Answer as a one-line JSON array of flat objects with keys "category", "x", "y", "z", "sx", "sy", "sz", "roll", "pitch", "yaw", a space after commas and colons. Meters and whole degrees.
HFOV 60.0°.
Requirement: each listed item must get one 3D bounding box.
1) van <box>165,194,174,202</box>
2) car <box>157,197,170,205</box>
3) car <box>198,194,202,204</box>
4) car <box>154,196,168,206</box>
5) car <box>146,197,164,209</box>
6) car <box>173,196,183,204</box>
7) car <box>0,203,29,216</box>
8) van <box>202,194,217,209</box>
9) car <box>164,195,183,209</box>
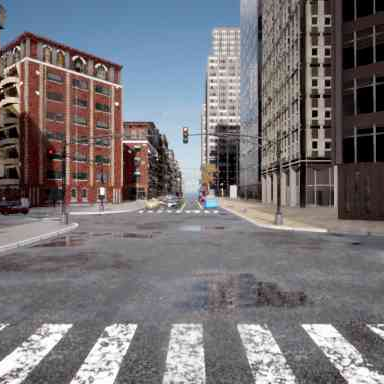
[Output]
[{"category": "van", "x": -5.302, "y": 1.474, "z": 79.099, "sx": 1.690, "sy": 1.788, "sz": 3.998, "roll": 0, "pitch": 0, "yaw": 0}, {"category": "car", "x": -5.305, "y": 1.650, "z": 62.443, "sx": 1.947, "sy": 1.339, "sz": 4.313, "roll": 0, "pitch": 0, "yaw": 0}, {"category": "car", "x": 2.576, "y": 1.644, "z": 67.993, "sx": 1.887, "sy": 1.381, "sz": 4.507, "roll": 0, "pitch": 0, "yaw": 0}, {"category": "car", "x": -5.305, "y": 1.510, "z": 56.891, "sx": 1.967, "sy": 1.590, "sz": 4.097, "roll": 0, "pitch": 0, "yaw": 0}, {"category": "car", "x": -5.306, "y": 1.570, "z": 45.615, "sx": 1.752, "sy": 1.417, "sz": 4.829, "roll": 0, "pitch": 0, "yaw": 0}, {"category": "car", "x": -2.766, "y": 1.621, "z": 66.428, "sx": 1.812, "sy": 1.442, "sz": 4.674, "roll": 0, "pitch": 0, "yaw": 1}, {"category": "car", "x": -18.674, "y": 1.765, "z": 34.336, "sx": 4.718, "sy": 1.301, "sz": 1.895, "roll": -1, "pitch": -1, "yaw": 41}, {"category": "van", "x": 2.575, "y": 1.386, "z": 45.784, "sx": 1.690, "sy": 1.788, "sz": 3.998, "roll": 0, "pitch": 0, "yaw": 0}, {"category": "car", "x": -2.807, "y": 1.537, "z": 45.974, "sx": 2.128, "sy": 1.511, "sz": 4.902, "roll": 0, "pitch": 0, "yaw": 2}]
